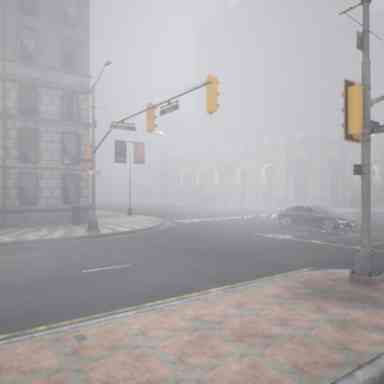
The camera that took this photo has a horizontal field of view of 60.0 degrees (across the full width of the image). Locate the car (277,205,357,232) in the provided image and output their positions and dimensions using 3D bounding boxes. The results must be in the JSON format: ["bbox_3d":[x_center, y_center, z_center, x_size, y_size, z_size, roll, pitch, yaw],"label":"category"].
[{"bbox_3d":[7.482,1.559,20.304,1.837,1.490,4.892,0,0,-36],"label":"car"}]
